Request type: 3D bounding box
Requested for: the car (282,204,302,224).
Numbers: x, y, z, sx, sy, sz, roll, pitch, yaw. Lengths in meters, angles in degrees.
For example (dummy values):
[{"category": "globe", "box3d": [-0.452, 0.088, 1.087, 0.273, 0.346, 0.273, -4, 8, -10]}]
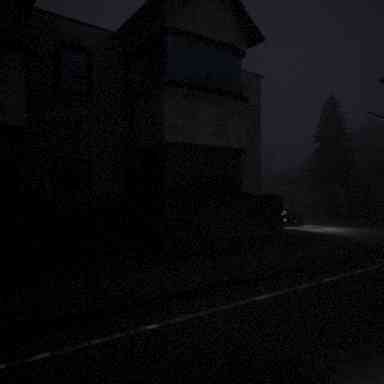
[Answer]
[{"category": "car", "box3d": [5.512, 1.337, 23.582, 2.097, 1.767, 4.553, 0, 0, -35]}]
